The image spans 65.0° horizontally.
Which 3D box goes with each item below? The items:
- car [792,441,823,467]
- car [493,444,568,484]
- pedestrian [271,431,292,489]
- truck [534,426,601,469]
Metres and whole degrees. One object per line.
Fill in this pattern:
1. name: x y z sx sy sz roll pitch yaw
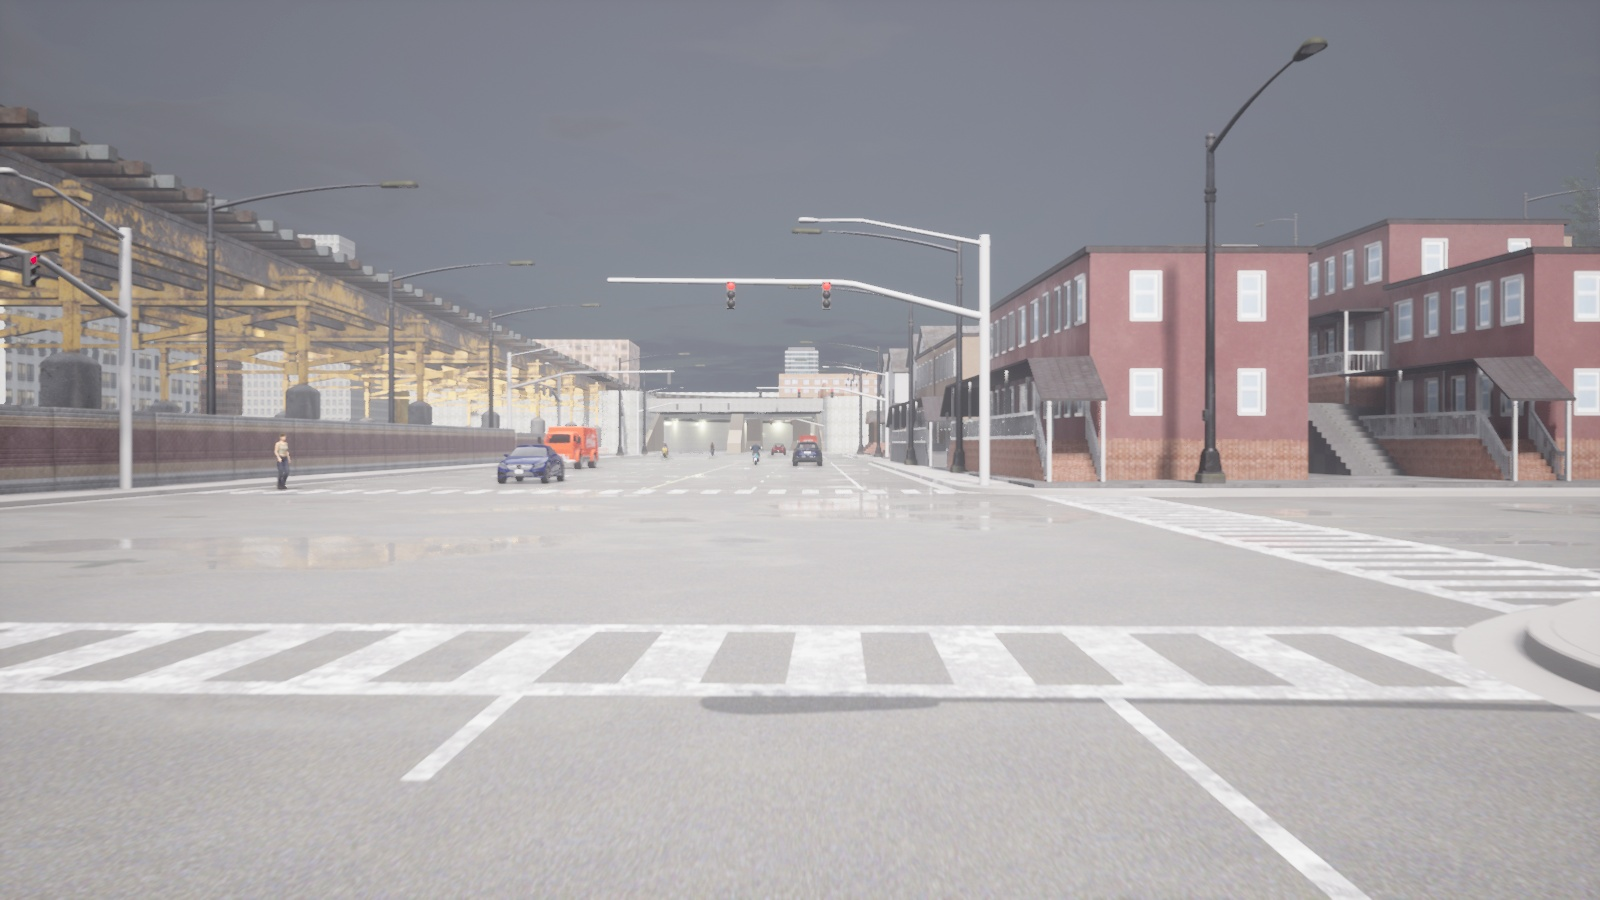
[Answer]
1. car: 0.489 0.218 82.749 2.033 1.649 4.856 0 0 0
2. car: -10.152 0.501 47.628 1.812 1.442 4.674 0 0 0
3. pedestrian: -16.531 0.310 40.044 0.594 1.836 0.345 0 0 33
4. truck: -13.507 -0.156 73.225 2.627 2.467 5.204 0 0 4
